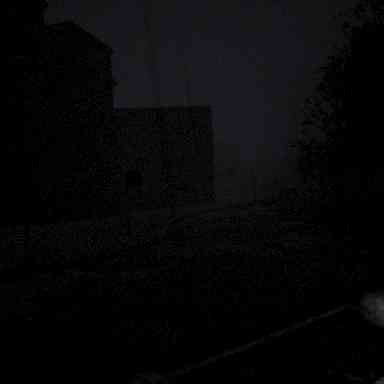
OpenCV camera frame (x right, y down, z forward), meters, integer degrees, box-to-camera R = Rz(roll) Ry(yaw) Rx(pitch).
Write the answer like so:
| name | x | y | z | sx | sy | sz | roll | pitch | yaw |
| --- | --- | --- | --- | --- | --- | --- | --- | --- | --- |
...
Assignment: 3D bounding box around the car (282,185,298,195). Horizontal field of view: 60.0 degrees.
| name | x | y | z | sx | sy | sz | roll | pitch | yaw |
| --- | --- | --- | --- | --- | --- | --- | --- | --- | --- |
| car | 16.078 | -0.393 | 54.797 | 1.882 | 1.535 | 5.008 | -2 | 1 | 4 |
